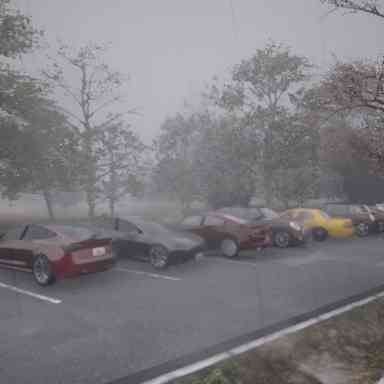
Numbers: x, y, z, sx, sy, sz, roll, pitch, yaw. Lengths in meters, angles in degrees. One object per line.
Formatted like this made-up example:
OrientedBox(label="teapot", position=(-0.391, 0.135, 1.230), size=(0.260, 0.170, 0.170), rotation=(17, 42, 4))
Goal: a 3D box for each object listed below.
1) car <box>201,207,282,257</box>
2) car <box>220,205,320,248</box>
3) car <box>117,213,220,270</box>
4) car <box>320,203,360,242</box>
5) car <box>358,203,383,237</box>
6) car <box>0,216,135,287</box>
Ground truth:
OrientedBox(label="car", position=(0.597, 1.506, 12.975), size=(5.008, 1.535, 2.097), rotation=(-1, -1, 34))
OrientedBox(label="car", position=(2.938, 1.381, 14.779), size=(4.553, 1.767, 2.185), rotation=(-1, -1, 33))
OrientedBox(label="car", position=(-1.758, 1.536, 11.205), size=(4.792, 1.488, 2.163), rotation=(-1, -1, 34))
OrientedBox(label="car", position=(5.164, 1.505, 16.645), size=(5.366, 1.575, 1.946), rotation=(-1, -1, 33))
OrientedBox(label="car", position=(7.695, 1.379, 18.334), size=(4.553, 1.767, 2.185), rotation=(-1, -1, 33))
OrientedBox(label="car", position=(-4.209, 1.537, 9.486), size=(4.792, 1.488, 2.163), rotation=(-1, -1, 34))
